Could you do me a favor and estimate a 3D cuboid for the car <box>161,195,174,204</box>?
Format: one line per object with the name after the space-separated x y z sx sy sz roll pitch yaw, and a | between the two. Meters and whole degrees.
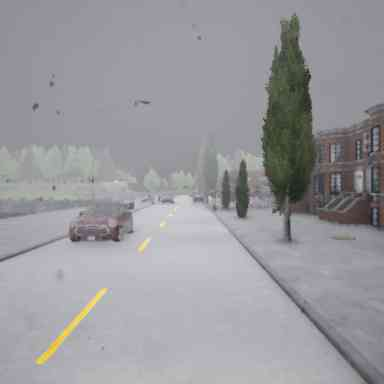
-4.046 1.249 56.137 1.882 1.535 5.008 0 0 1 | car

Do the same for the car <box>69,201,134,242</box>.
-4.096 1.287 15.759 2.097 1.767 4.553 0 0 0 | car

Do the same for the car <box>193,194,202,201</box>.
1.214 1.214 71.572 1.837 1.490 4.892 0 0 0 | car

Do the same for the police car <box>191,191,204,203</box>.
1.212 1.175 61.682 1.930 1.638 5.238 0 0 0 | police car
